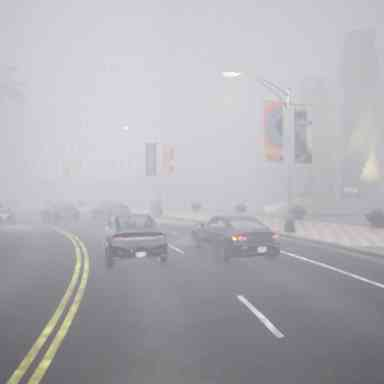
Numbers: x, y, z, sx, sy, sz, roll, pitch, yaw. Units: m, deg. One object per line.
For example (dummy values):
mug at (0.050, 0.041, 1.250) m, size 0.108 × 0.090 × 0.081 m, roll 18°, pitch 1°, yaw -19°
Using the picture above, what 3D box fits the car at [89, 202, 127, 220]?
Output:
car at (-6.756, 1.538, 27.027) m, size 2.128 × 1.511 × 4.902 m, roll 0°, pitch 0°, yaw -39°

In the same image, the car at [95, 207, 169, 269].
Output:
car at (-2.096, 1.504, 11.429) m, size 2.128 × 1.511 × 4.902 m, roll 0°, pitch 0°, yaw -17°

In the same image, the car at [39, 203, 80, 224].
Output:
car at (-10.446, 1.572, 26.033) m, size 2.128 × 1.511 × 4.902 m, roll 0°, pitch 0°, yaw -41°

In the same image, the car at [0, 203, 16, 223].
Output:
car at (-15.465, 1.619, 25.974) m, size 4.902 × 1.511 × 2.128 m, roll 0°, pitch 0°, yaw 42°

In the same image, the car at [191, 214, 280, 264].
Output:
car at (1.382, 1.506, 11.857) m, size 1.812 × 1.442 × 4.674 m, roll 0°, pitch 0°, yaw -17°
